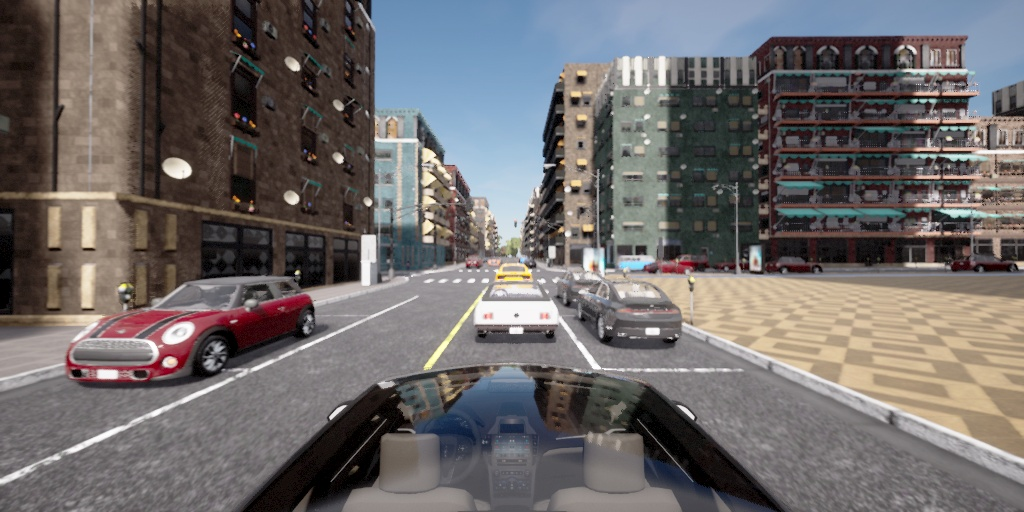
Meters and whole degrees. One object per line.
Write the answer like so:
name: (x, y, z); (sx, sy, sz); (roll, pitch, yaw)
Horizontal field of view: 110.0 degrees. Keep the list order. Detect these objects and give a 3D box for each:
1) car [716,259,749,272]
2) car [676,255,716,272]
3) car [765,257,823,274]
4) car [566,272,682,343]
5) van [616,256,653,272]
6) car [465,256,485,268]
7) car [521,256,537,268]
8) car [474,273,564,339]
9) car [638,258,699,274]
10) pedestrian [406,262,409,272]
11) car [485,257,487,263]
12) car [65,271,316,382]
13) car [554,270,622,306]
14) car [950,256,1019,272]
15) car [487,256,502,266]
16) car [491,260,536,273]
car: (24.822, 1.000, 39.886); (4.507, 1.381, 1.888); (0, 0, 0)
car: (19.294, 0.812, 39.925); (5.009, 1.841, 2.192); (0, 0, 0)
car: (24.760, 0.807, 31.506); (4.097, 1.591, 1.967); (0, 0, 0)
car: (2.820, 1.269, 9.387); (2.007, 1.370, 4.403); (0, 0, 0)
van: (13.766, 0.880, 39.965); (3.998, 1.789, 1.690); (0, 0, 0)
car: (-5.695, 0.860, 53.189); (2.192, 1.841, 5.009); (0, 0, 0)
car: (2.686, 1.111, 53.150); (1.948, 1.339, 4.313); (0, 0, 0)
car: (0.097, 1.317, 9.973); (1.895, 1.301, 4.718); (0, 0, 0)
car: (13.705, 1.033, 31.584); (4.207, 1.307, 1.802); (0, 0, 0)
pedestrian: (-12.533, 0.918, 43.109); (0.375, 1.860, 0.375); (0, 0, 0)
car: (-5.696, 1.069, 58.760); (1.888, 1.381, 4.507); (0, 0, 0)
car: (-5.820, 1.168, 7.151); (1.967, 1.591, 4.097); (0, 0, 0)
car: (2.819, 1.247, 14.957); (2.007, 1.370, 4.403); (0, 0, 0)
car: (41.341, 0.683, 31.388); (4.097, 1.591, 1.967); (0, 0, 0)
car: (-3.058, 0.863, 62.201); (2.097, 1.767, 4.553); (0, 0, 0)
car: (0.091, 1.156, 19.426); (1.882, 1.535, 5.008); (0, 0, 0)
